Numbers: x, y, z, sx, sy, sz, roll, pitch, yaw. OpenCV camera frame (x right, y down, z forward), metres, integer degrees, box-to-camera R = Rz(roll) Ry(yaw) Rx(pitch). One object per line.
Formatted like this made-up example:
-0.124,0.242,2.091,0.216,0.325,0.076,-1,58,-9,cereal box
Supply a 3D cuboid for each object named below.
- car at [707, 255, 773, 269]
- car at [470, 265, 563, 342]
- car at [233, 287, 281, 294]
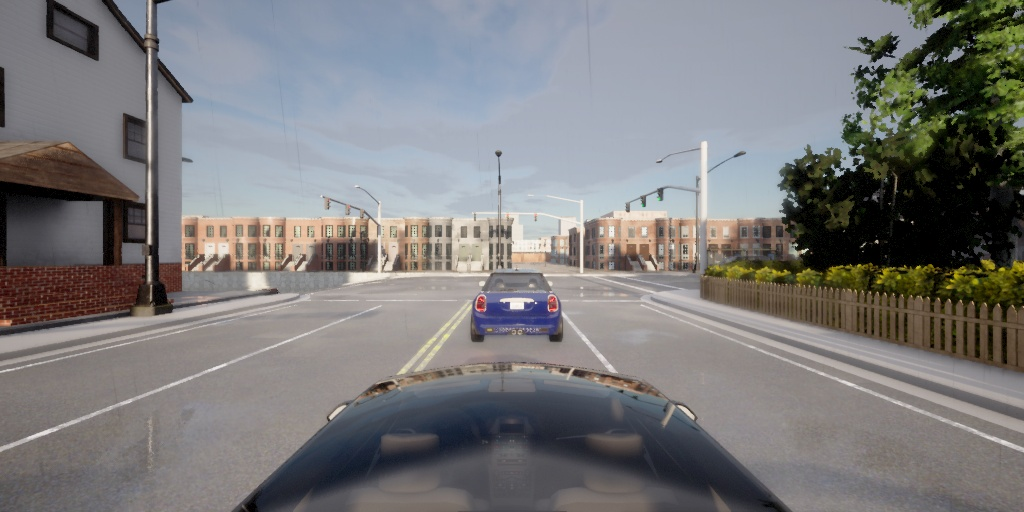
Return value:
18.735,0.971,29.643,5.566,2.045,2.150,0,0,0,car
0.109,1.102,9.928,2.097,1.767,4.553,0,0,0,car
-19.394,3.001,25.798,4.718,1.301,1.895,-13,1,0,car
